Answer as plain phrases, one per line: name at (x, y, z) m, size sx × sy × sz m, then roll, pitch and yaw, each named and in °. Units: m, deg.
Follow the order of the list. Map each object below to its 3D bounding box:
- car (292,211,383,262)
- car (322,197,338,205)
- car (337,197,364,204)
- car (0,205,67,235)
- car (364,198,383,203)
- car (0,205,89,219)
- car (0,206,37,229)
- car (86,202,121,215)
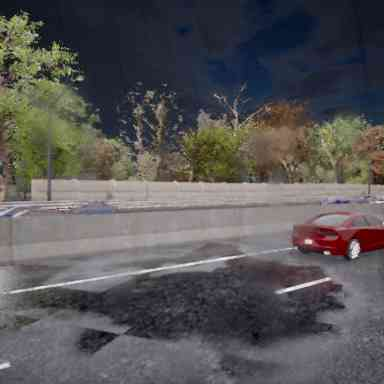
car at (5.780, 1.448, 12.165) m, size 5.008 × 1.535 × 1.882 m, roll 0°, pitch 0°, yaw -36°
car at (21.131, 1.435, 49.108) m, size 4.674 × 1.442 × 1.812 m, roll 0°, pitch 0°, yaw -35°
car at (22.997, 1.458, 46.143) m, size 5.357 × 1.411 × 2.033 m, roll 0°, pitch 0°, yaw -35°
car at (-9.676, 1.518, 18.588) m, size 4.674 × 1.442 × 1.812 m, roll 0°, pitch 0°, yaw -36°
car at (24.724, 1.512, 43.088) m, size 4.718 × 1.301 × 1.895 m, roll 0°, pitch 0°, yaw -35°
car at (-7.620, 1.518, 15.754) m, size 4.674 × 1.442 × 1.812 m, roll 0°, pitch 0°, yaw -36°
car at (-12.482, 1.595, 20.886) m, size 4.718 × 1.301 × 1.895 m, roll 0°, pitch 0°, yaw -35°
car at (-8.092, 1.539, 27.716) m, size 4.181 × 1.385 × 1.994 m, roll 0°, pitch 0°, yaw -38°
